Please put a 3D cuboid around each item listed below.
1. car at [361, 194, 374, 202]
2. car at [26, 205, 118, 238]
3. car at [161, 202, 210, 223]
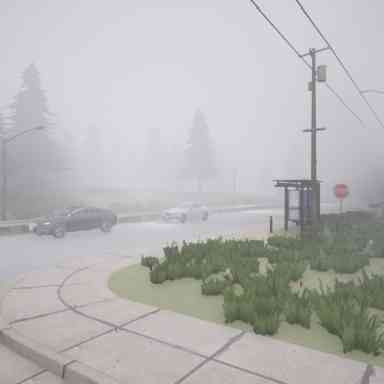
[{"bbox_3d":[40.352,1.355,76.514,2.097,1.767,4.553,0,0,36],"label":"car"},{"bbox_3d":[-6.229,1.491,17.817,2.128,1.511,4.902,0,0,36],"label":"car"},{"bbox_3d":[-0.384,1.526,25.890,1.812,1.442,4.674,0,0,36],"label":"car"}]
